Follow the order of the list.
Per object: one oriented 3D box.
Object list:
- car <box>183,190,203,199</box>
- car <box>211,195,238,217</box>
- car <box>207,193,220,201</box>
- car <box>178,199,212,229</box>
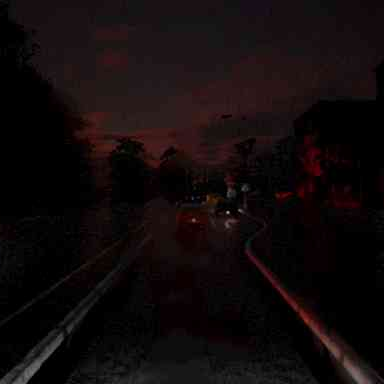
[{"bbox_3d":[0.094,0.757,39.865,2.150,2.045,5.566,0,1,0],"label":"car"},{"bbox_3d":[2.928,1.320,29.288,1.837,1.490,4.892,0,2,0],"label":"car"},{"bbox_3d":[3.015,0.893,44.439,1.882,1.535,5.008,0,1,1],"label":"car"},{"bbox_3d":[0.096,1.463,21.882,1.882,1.535,5.008,0,1,0],"label":"car"}]
